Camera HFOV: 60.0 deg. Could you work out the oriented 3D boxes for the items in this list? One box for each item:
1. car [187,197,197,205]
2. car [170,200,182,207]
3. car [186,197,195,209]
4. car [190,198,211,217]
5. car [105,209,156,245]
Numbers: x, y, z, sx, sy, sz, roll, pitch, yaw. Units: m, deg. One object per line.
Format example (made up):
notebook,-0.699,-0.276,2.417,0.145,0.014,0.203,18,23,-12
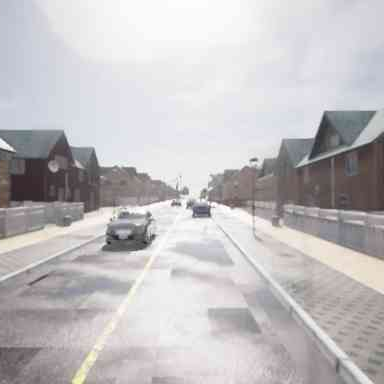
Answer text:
car,0.002,1.828,69.796,1.882,1.535,5.008,0,-1,0
car,-2.780,2.042,59.090,1.895,1.301,4.718,0,0,1
car,0.002,1.899,53.614,1.837,1.490,4.892,0,0,0
car,0.964,1.723,35.044,1.882,1.535,5.008,0,0,0
car,-2.848,1.598,16.239,2.128,1.511,4.902,0,0,0
